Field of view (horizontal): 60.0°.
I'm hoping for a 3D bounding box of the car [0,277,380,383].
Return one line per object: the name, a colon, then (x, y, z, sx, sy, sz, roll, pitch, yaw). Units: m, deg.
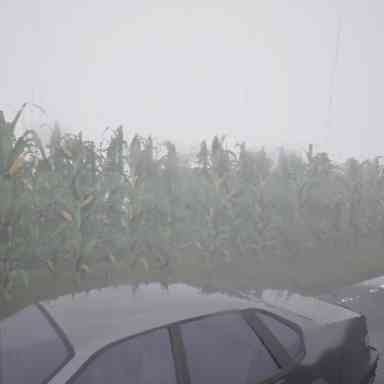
car: (-0.588, 1.547, 2.648, 5.357, 1.411, 2.033, 0, 0, -36)
